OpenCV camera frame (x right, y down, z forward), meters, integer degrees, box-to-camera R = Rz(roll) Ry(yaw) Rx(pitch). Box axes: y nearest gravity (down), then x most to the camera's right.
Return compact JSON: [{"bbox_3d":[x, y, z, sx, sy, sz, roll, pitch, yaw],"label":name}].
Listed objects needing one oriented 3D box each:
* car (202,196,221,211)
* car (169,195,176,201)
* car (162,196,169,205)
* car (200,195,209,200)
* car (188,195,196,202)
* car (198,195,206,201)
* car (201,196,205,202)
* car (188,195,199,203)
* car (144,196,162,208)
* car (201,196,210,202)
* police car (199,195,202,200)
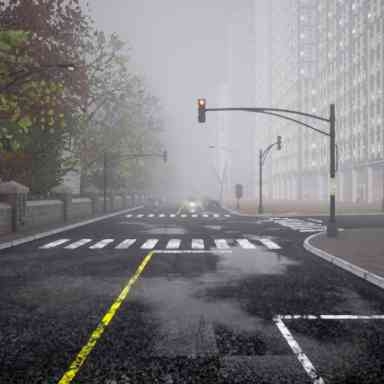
[{"bbox_3d":[2.681,1.580,41.477,1.947,1.339,4.313,0,0,0],"label":"car"},{"bbox_3d":[-5.710,1.613,86.534,1.887,1.381,4.507,0,0,0],"label":"car"},{"bbox_3d":[-5.703,1.469,58.373,1.967,1.590,4.097,0,0,0],"label":"car"},{"bbox_3d":[2.678,1.589,52.742,1.947,1.339,4.313,0,0,0],"label":"car"},{"bbox_3d":[-0.020,1.558,80.014,1.837,1.490,4.892,0,0,0],"label":"car"},{"bbox_3d":[2.669,1.628,92.168,2.008,1.369,4.403,0,0,0],"label":"car"},{"bbox_3d":[2.679,1.585,47.109,1.947,1.339,4.313,0,0,0],"label":"car"},{"bbox_3d":[0.028,1.555,70.997,2.128,1.511,4.902,0,0,0],"label":"car"},{"bbox_3d":[-5.701,1.601,47.107,1.802,1.307,4.206,0,0,0],"label":"car"},{"bbox_3d":[3.131,1.578,76.789,1.812,1.442,4.674,0,0,0],"label":"car"},{"bbox_3d":[3.117,1.468,69.898,1.930,1.638,5.238,0,0,0],"label":"police car"}]
